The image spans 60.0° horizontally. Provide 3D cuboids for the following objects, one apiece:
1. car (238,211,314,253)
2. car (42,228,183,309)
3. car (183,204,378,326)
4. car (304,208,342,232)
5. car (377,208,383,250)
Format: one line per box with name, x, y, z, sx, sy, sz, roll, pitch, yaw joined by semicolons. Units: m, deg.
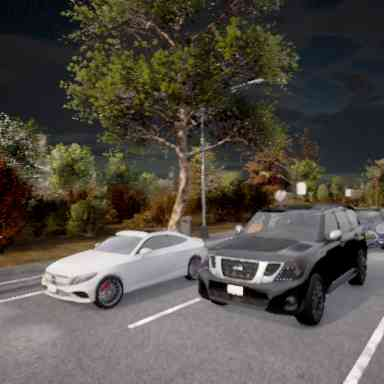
car;4.229;1.759;16.074;1.882;1.535;5.008;-2;-2;35
car;-1.397;1.714;8.609;1.812;1.442;4.674;-2;-1;39
car;2.484;1.334;7.819;2.150;2.045;5.566;-2;-2;39
car;9.780;1.971;24.577;1.837;1.490;4.892;-2;-2;30
car;8.100;1.574;15.576;2.097;1.767;4.553;-2;-2;34
